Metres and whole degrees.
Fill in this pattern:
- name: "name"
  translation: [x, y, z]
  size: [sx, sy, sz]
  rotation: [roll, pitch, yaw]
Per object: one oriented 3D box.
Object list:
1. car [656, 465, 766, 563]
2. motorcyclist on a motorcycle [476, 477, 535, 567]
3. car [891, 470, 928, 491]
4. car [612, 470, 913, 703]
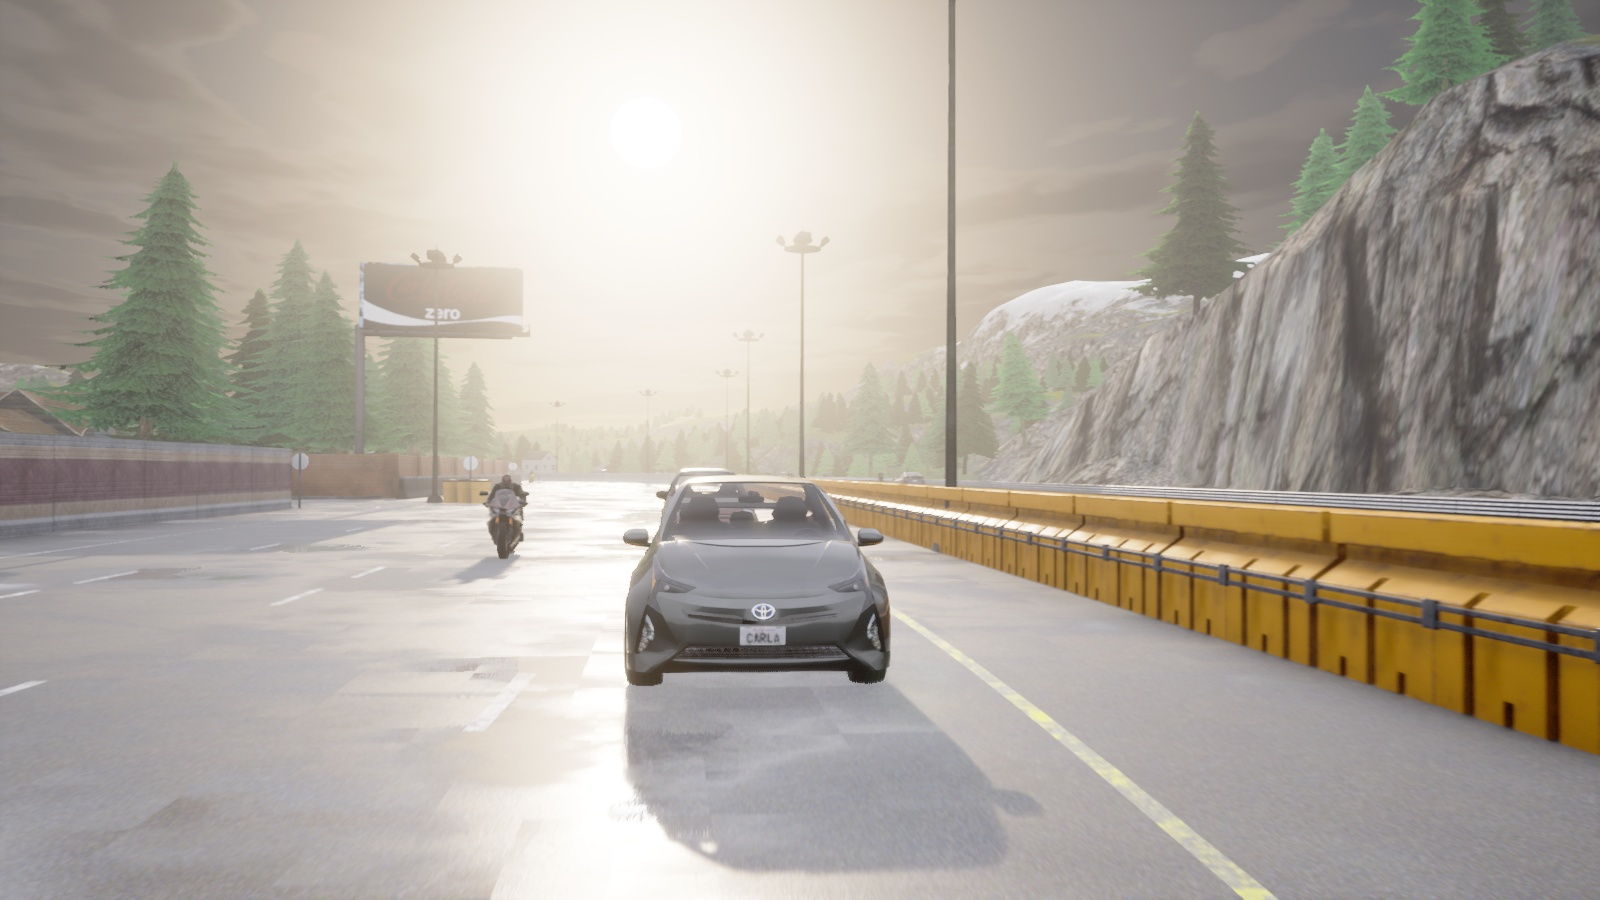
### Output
- name: "car"
  translation: [-1.717, 1.107, 23.098]
  size: [1.851, 1.617, 3.988]
  rotation: [0, -1, -6]
- name: "motorcyclist on a motorcycle"
  translation: [-5.258, 1.250, 22.517]
  size: [0.866, 1.530, 2.191]
  rotation: [0, -1, -9]
- name: "car"
  translation: [8.400, 2.340, 96.528]
  size: [2.007, 1.525, 4.514]
  rotation: [0, -1, -6]
- name: "car"
  translation: [-0.431, 0.941, 10.630]
  size: [2.007, 1.525, 4.514]
  rotation: [0, -1, -5]
